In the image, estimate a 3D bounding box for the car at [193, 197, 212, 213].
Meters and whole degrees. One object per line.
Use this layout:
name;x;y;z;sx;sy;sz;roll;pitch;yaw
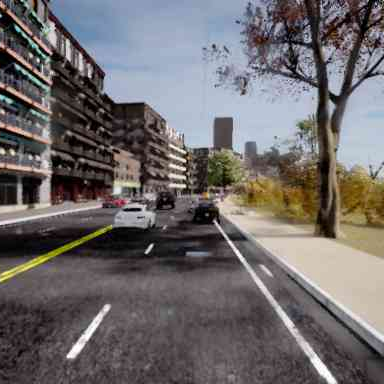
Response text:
car;0.997;1.313;34.071;1.812;1.442;4.674;0;0;1

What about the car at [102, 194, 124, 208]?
car;-9.636;1.098;41.345;2.097;1.767;4.553;0;0;2

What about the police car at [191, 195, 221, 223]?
police car;0.977;1.272;24.237;1.930;1.638;5.238;0;0;0

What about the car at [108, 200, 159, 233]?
car;-3.149;1.406;18.820;1.812;1.442;4.674;0;0;0

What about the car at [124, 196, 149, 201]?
car;-6.403;1.239;40.885;2.128;1.511;4.902;0;0;2

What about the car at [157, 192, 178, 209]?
car;-3.021;0.971;40.450;2.150;2.045;5.566;0;0;1
